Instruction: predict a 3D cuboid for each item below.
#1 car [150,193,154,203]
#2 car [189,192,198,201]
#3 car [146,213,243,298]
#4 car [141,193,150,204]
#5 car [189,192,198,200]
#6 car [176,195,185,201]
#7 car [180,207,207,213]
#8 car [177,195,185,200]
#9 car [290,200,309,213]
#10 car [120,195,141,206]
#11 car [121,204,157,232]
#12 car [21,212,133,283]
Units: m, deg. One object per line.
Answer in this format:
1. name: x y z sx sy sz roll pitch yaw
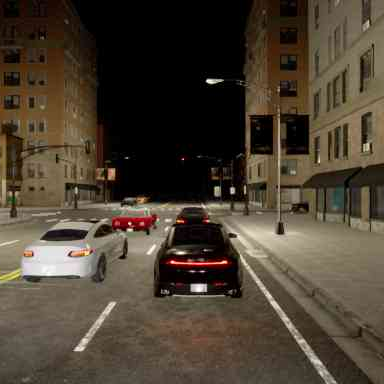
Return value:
1. car: -9.437 1.209 71.490 2.150 2.045 5.566 0 0 0
2. car: 0.349 1.477 79.726 1.837 1.490 4.892 0 0 0
3. car: 0.136 1.505 8.501 1.837 1.490 4.892 0 0 0
4. car: -9.553 1.342 61.079 2.097 1.767 4.553 0 0 1
5. car: 0.394 1.070 90.175 2.150 2.045 5.566 0 0 0
6. car: -2.900 1.502 80.157 1.812 1.442 4.674 0 0 0
7. car: 0.075 1.524 17.746 1.812 1.442 4.674 0 0 0
8. car: -2.856 1.398 90.160 1.994 1.385 4.181 0 0 0
9. car: 13.213 1.528 36.317 4.902 1.511 2.128 0 0 -1
10. car: -9.622 1.540 51.188 2.033 1.411 5.357 0 0 0
11. car: -3.071 1.600 18.738 1.895 1.301 4.718 0 0 0
12. car: -3.115 1.525 9.581 1.812 1.442 4.674 0 0 0
